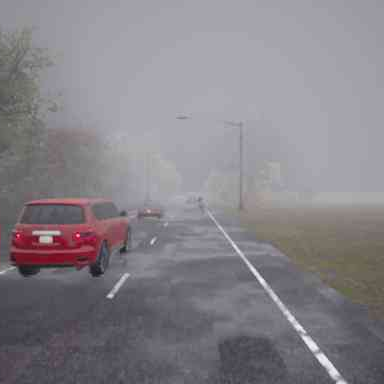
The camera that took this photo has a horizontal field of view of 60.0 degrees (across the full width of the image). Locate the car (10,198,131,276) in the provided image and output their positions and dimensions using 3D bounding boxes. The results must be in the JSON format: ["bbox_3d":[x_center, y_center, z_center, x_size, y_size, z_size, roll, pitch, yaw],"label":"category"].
[{"bbox_3d":[-3.405,1.194,10.437,2.150,2.045,5.566,0,0,0],"label":"car"}]

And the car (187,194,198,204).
[{"bbox_3d":[0.027,1.407,59.892,1.994,1.385,4.181,0,0,0],"label":"car"}]

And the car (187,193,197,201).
[{"bbox_3d":[-0.020,1.159,75.672,2.097,1.767,4.553,0,0,0],"label":"car"}]

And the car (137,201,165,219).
[{"bbox_3d":[-3.409,1.489,28.349,1.994,1.385,4.181,0,0,0],"label":"car"}]

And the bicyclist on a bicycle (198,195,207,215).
[{"bbox_3d":[0.930,1.355,30.731,0.866,1.612,1.509,0,0,0],"label":"bicyclist on a bicycle"}]

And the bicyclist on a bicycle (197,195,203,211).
[{"bbox_3d":[0.954,1.266,39.665,0.659,1.776,1.843,0,0,0],"label":"bicyclist on a bicycle"}]
